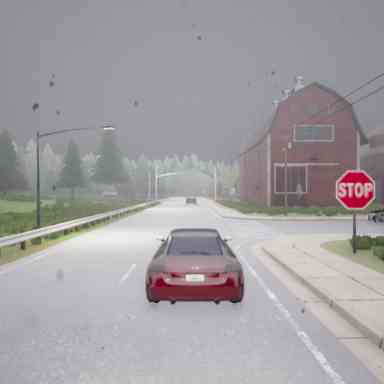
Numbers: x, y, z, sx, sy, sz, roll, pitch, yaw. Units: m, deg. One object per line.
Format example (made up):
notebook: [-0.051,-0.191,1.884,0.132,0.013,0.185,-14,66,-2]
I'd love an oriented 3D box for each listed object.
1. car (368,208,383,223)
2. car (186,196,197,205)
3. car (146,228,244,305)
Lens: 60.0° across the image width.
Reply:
car: [14.945,1.499,23.255,4.902,1.511,2.128,0,0,-1]
car: [-0.143,1.497,60.743,1.882,1.535,5.008,0,0,0]
car: [0.060,1.566,8.176,1.994,1.385,4.181,0,0,0]
